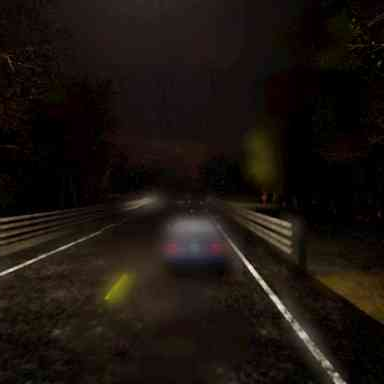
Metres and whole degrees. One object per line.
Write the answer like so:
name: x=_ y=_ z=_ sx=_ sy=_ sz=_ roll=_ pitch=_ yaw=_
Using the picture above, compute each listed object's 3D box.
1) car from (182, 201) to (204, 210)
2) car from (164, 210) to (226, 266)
car: x=0.100 y=1.550 z=31.467 sx=2.128 sy=1.511 sz=4.902 roll=0 pitch=0 yaw=0
car: x=0.086 y=1.570 z=11.521 sx=2.033 sy=1.411 sz=5.357 roll=0 pitch=0 yaw=0
